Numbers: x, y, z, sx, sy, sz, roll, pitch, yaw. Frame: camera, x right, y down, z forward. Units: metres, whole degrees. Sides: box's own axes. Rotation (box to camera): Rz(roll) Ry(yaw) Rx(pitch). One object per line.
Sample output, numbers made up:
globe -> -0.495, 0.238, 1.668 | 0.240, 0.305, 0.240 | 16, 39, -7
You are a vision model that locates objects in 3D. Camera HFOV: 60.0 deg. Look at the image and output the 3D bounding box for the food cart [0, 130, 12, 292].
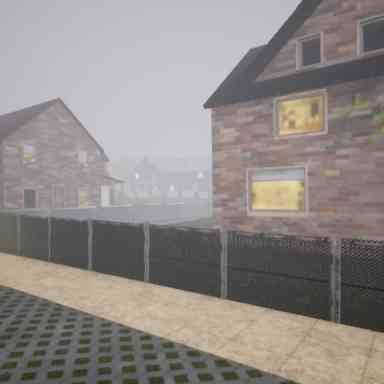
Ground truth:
food cart -> -6.655, 0.469, 7.918 | 4.660, 3.560, 2.280 | -1, 0, 35
